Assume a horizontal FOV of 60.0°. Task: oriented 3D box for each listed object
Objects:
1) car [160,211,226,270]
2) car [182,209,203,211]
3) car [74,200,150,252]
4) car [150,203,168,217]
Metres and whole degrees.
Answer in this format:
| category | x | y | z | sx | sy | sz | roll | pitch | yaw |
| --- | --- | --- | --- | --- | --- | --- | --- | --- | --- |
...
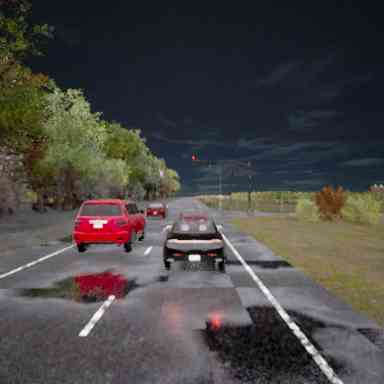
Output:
| category | x | y | z | sx | sy | sz | roll | pitch | yaw |
| --- | --- | --- | --- | --- | --- | --- | --- | --- | --- |
| car | 0.071 | 1.608 | 11.492 | 2.128 | 1.511 | 4.902 | 0 | -1 | 0 |
| car | 0.041 | 1.834 | 22.896 | 1.895 | 1.301 | 4.718 | 0 | -1 | 0 |
| car | -3.436 | 1.372 | 14.840 | 2.150 | 2.045 | 5.566 | 0 | -1 | 0 |
| car | -3.486 | 1.820 | 33.790 | 1.882 | 1.535 | 5.008 | 0 | 0 | 0 |
